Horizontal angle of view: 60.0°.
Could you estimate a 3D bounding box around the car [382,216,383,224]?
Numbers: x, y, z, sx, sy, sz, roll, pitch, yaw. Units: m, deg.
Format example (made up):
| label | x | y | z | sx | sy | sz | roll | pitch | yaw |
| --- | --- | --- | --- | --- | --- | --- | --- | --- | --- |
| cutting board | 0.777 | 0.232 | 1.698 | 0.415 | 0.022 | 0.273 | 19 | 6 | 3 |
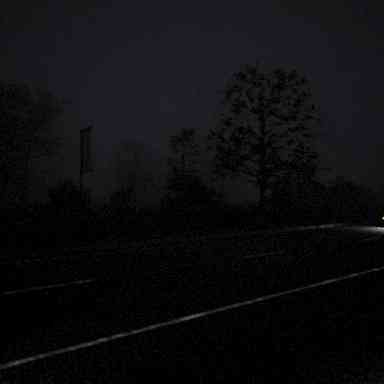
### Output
| label | x | y | z | sx | sy | sz | roll | pitch | yaw |
| --- | --- | --- | --- | --- | --- | --- | --- | --- | --- |
| car | 15.157 | 1.637 | 22.640 | 5.357 | 1.411 | 2.033 | 0 | 0 | -33 |
